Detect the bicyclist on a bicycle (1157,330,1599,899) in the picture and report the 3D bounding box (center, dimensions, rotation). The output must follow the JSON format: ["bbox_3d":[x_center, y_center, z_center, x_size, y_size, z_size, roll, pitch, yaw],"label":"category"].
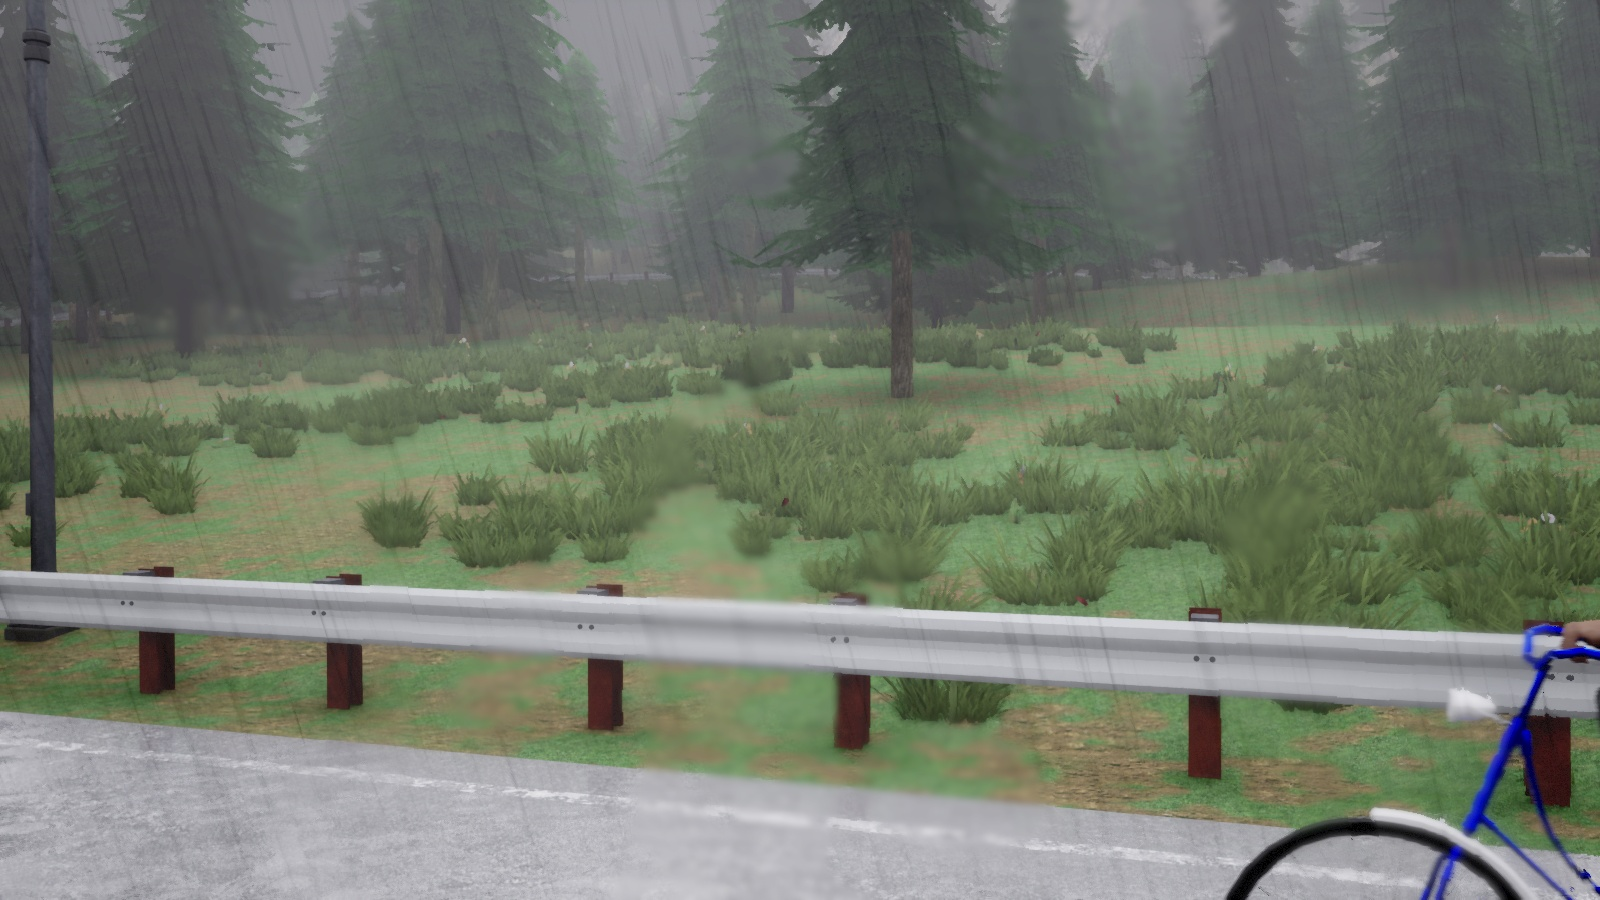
[{"bbox_3d":[1.719,0.662,2.613,1.843,1.776,0.659,1,1,19],"label":"bicyclist on a bicycle"}]
